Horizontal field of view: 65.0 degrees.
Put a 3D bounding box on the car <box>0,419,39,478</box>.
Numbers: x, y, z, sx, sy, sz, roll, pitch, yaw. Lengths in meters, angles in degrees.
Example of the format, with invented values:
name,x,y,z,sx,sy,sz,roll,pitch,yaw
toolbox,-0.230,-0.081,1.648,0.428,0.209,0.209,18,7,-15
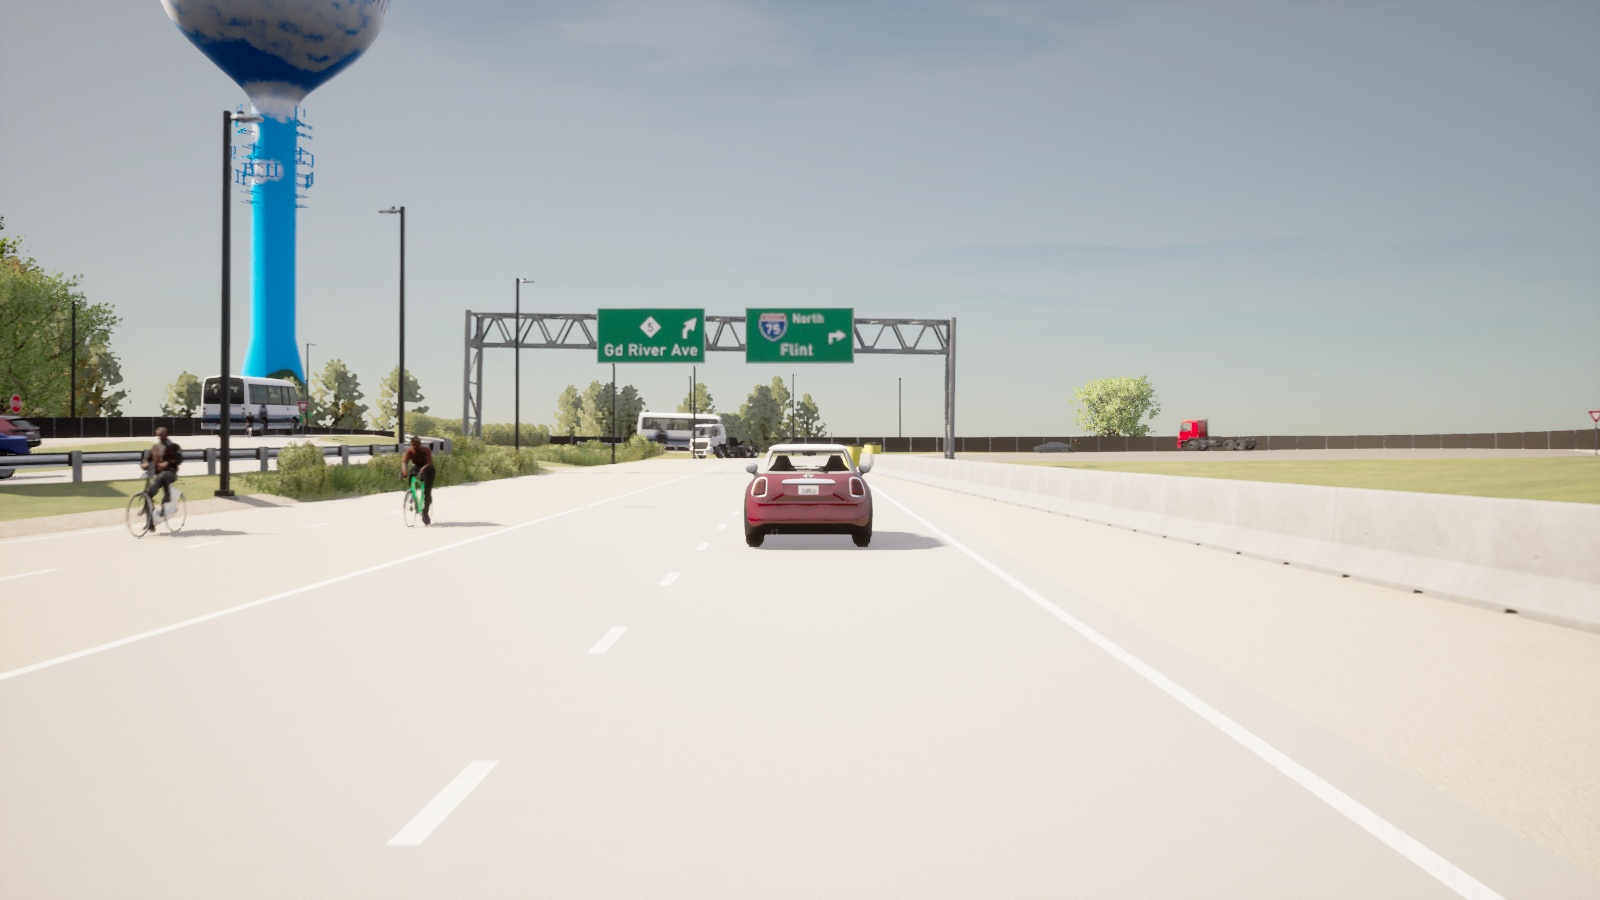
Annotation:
name,x,y,z,sx,sy,sz,roll,pitch,yaw
car,-22.200,0.031,31.670,1.882,1.535,5.008,-1,2,21

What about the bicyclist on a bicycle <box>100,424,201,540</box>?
name,x,y,z,sx,sy,sz,roll,pitch,yaw
bicyclist on a bicycle,-10.370,0.491,20.112,0.659,1.776,1.843,0,0,0

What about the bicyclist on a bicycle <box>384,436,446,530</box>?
name,x,y,z,sx,sy,sz,roll,pitch,yaw
bicyclist on a bicycle,-6.857,0.564,22.421,0.582,1.620,1.656,0,1,0

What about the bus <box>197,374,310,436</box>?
name,x,y,z,sx,sy,sz,roll,pitch,yaw
bus,-39.492,-3.193,91.288,3.944,4.253,10.273,0,1,-2

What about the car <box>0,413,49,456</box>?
name,x,y,z,sx,sy,sz,roll,pitch,yaw
car,-32.988,-0.641,50.021,4.856,1.649,2.033,0,3,0

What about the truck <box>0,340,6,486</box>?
name,x,y,z,sx,sy,sz,roll,pitch,yaw
truck,-21.541,-0.813,26.281,7.936,3.462,2.891,-2,2,-39

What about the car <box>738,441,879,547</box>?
name,x,y,z,sx,sy,sz,roll,pitch,yaw
car,0.126,0.602,19.479,1.970,1.475,3.806,0,0,0
